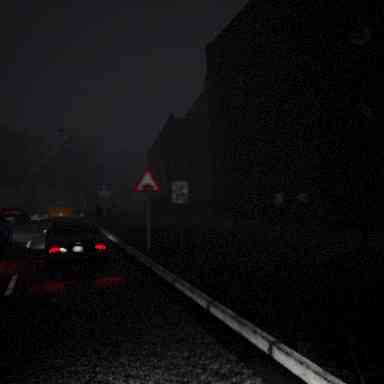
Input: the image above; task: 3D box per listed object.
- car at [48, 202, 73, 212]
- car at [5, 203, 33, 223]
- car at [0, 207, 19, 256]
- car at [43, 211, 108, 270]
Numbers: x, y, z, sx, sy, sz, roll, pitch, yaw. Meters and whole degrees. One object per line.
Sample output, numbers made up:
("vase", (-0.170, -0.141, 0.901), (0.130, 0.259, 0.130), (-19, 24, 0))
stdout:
("car", (-11.242, 1.608, 28.495), (1.882, 1.535, 5.008), (0, 0, -21))
("car", (-13.834, 1.649, 26.199), (1.837, 1.490, 4.892), (0, 1, -22))
("car", (-8.393, 1.611, 13.424), (1.882, 1.535, 5.008), (0, 0, -23))
("car", (-4.140, 1.656, 11.656), (2.033, 1.411, 5.357), (0, 0, -22))
